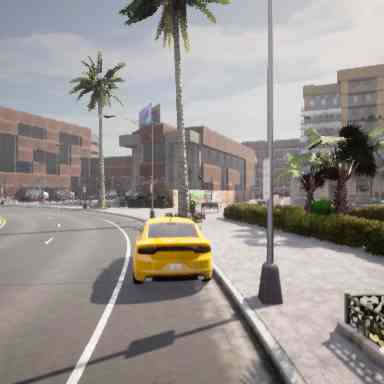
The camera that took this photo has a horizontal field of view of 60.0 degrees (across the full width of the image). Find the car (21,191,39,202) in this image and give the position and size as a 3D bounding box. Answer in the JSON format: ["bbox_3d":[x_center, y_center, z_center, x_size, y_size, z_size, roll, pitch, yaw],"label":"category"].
[{"bbox_3d":[-33.931,1.216,68.960,4.553,1.767,2.185,0,0,24],"label":"car"}]

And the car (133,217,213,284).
[{"bbox_3d":[-0.674,1.467,9.661,1.882,1.535,5.008,0,0,-7],"label":"car"}]

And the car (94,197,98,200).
[{"bbox_3d":[-26.644,1.544,85.529,4.718,1.301,1.895,0,0,24],"label":"car"}]
